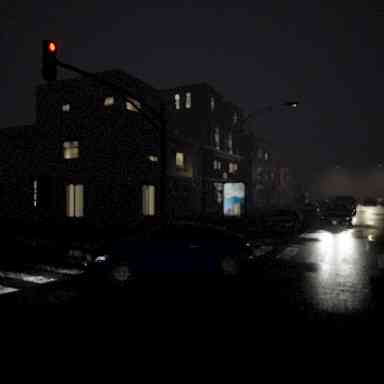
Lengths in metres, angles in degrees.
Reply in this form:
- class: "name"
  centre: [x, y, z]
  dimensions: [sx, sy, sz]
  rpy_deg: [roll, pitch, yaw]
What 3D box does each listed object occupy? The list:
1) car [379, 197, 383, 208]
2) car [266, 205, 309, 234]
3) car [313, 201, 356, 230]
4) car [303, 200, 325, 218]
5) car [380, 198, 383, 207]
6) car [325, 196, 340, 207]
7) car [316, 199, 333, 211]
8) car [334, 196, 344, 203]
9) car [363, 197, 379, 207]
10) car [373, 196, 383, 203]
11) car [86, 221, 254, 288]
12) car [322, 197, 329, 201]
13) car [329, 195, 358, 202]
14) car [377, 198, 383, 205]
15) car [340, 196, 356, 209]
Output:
- class: "car"
  centre: [30.326, 1.666, 50.896]
  dimensions: [1.967, 1.590, 4.097]
  rpy_deg: [0, 0, 26]
- class: "car"
  centre: [5.674, 1.682, 19.985]
  dimensions: [1.802, 1.307, 4.206]
  rpy_deg: [0, 0, 26]
- class: "car"
  centre: [9.706, 1.597, 22.265]
  dimensions: [2.128, 1.511, 4.902]
  rpy_deg: [0, -1, 27]
- class: "car"
  centre: [10.573, 1.696, 29.882]
  dimensions: [2.008, 1.369, 4.403]
  rpy_deg: [0, 0, 26]
- class: "car"
  centre: [32.776, 1.800, 55.846]
  dimensions: [2.008, 1.369, 4.403]
  rpy_deg: [0, 0, 26]
- class: "car"
  centre: [25.272, 1.602, 59.577]
  dimensions: [2.192, 1.841, 5.009]
  rpy_deg: [0, 0, 26]
- class: "car"
  centre: [17.847, 1.740, 44.577]
  dimensions: [1.752, 1.417, 4.829]
  rpy_deg: [0, 0, 26]
- class: "car"
  centre: [35.071, 1.827, 79.371]
  dimensions: [1.967, 1.590, 4.097]
  rpy_deg: [0, 0, 26]
- class: "car"
  centre: [30.117, 1.736, 56.325]
  dimensions: [1.882, 1.535, 5.008]
  rpy_deg: [0, 0, 26]
- class: "car"
  centre: [45.024, 1.816, 80.588]
  dimensions: [1.967, 1.590, 4.097]
  rpy_deg: [0, 0, 26]
- class: "car"
  centre: [-0.516, 1.578, 9.326]
  dimensions: [4.674, 1.442, 1.812]
  rpy_deg: [0, 1, -20]
- class: "car"
  centre: [15.473, 1.632, 39.780]
  dimensions: [1.967, 1.590, 4.097]
  rpy_deg: [0, 0, 26]
- class: "car"
  centre: [16.029, 1.385, 34.894]
  dimensions: [2.150, 2.045, 5.566]
  rpy_deg: [0, -1, 27]
- class: "car"
  centre: [37.675, 1.881, 65.742]
  dimensions: [1.802, 1.307, 4.206]
  rpy_deg: [0, 0, 26]
- class: "car"
  centre: [23.380, 1.582, 49.703]
  dimensions: [2.097, 1.767, 4.553]
  rpy_deg: [0, 0, 26]
